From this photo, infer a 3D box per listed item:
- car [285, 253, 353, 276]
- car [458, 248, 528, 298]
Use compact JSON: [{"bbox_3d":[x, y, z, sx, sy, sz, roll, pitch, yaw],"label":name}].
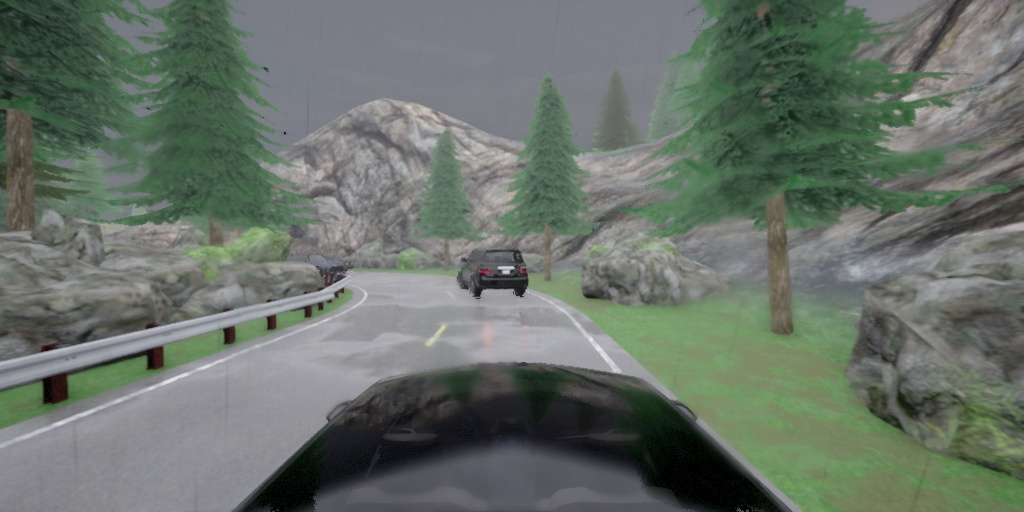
[{"bbox_3d":[-14.017,0.594,25.220,4.553,1.767,2.097,0,2,18],"label":"car"},{"bbox_3d":[-0.996,0.655,16.344,2.150,2.045,5.566,0,1,-17],"label":"car"}]
